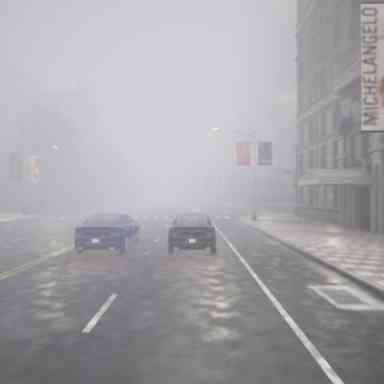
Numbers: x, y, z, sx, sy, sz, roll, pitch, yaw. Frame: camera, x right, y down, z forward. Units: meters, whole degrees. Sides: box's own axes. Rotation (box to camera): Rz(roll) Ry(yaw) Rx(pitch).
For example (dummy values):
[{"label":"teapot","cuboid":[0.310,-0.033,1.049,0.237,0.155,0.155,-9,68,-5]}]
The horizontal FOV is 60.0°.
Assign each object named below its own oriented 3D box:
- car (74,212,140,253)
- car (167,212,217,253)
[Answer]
[{"label":"car","cuboid":[-3.495,1.621,14.472,1.882,1.535,5.008,0,0,0]},{"label":"car","cuboid":[0.005,1.621,14.480,1.882,1.535,5.008,0,0,0]}]
